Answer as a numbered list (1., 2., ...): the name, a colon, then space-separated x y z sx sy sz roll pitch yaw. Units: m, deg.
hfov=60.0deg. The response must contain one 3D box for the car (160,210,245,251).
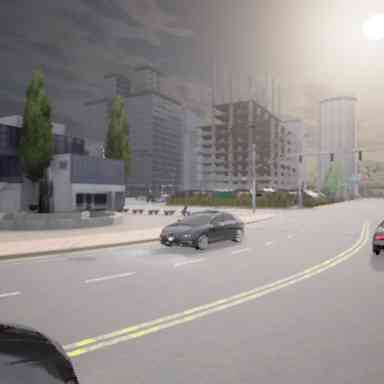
1. car: 0.641 1.622 14.919 1.837 1.490 4.892 1 0 38

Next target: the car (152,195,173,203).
1. car: -7.180 1.970 80.926 1.970 1.475 3.806 0 -1 30

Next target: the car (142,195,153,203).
1. car: -9.680 1.727 82.385 1.905 1.878 3.866 0 -1 30

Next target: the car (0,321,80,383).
1. car: -3.118 1.486 1.724 4.902 1.511 2.128 1 -1 -35

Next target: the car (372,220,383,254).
1. car: 8.551 1.701 13.510 2.033 1.411 5.357 0 -1 35
